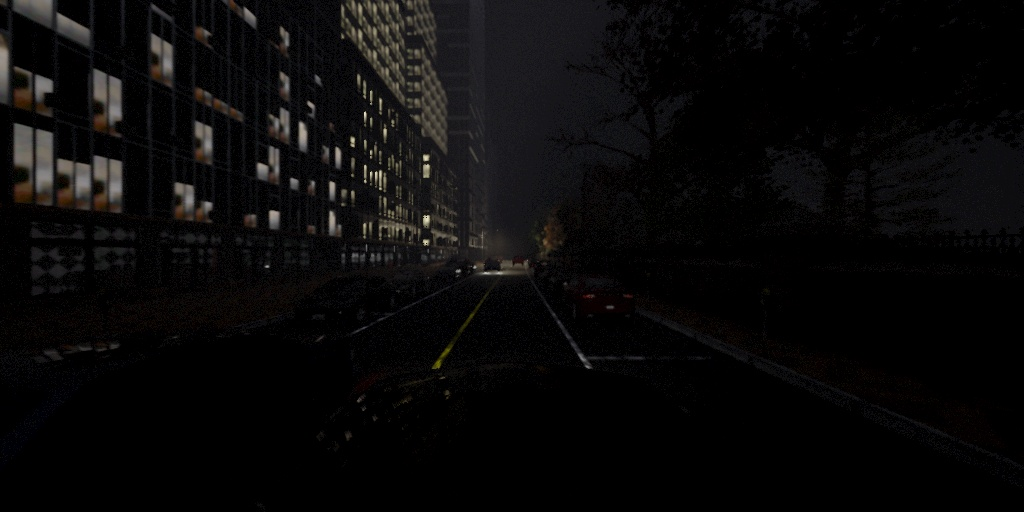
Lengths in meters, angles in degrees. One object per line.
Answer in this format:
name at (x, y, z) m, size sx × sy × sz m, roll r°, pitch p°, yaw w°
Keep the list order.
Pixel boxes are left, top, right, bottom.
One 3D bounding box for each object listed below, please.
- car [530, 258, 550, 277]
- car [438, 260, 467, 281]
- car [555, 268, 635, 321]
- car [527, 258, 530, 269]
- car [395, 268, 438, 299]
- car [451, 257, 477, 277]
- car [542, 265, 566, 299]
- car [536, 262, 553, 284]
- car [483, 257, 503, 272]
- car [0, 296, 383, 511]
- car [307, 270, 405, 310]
car at (3.006, 1.158, 34.775) m, size 1.967 × 1.591 × 4.097 m, roll 0°, pitch 0°, yaw 1°
car at (-5.114, 1.272, 28.856) m, size 2.007 × 1.370 × 4.403 m, roll 0°, pitch 0°, yaw 1°
car at (2.747, 1.285, 12.190) m, size 1.888 × 1.381 × 4.507 m, roll 0°, pitch 0°, yaw 1°
car at (3.506, 1.205, 55.631) m, size 1.837 × 1.490 × 4.892 m, roll 0°, pitch 0°, yaw 2°
car at (-5.242, 1.283, 17.601) m, size 2.007 × 1.370 × 4.403 m, roll 0°, pitch 0°, yaw 0°
car at (-5.025, 1.030, 34.485) m, size 2.192 × 1.841 × 5.009 m, roll 0°, pitch 0°, yaw 1°
car at (2.786, 1.300, 17.836) m, size 1.948 × 1.339 × 4.313 m, roll 0°, pitch 0°, yaw 1°
car at (2.842, 1.295, 23.486) m, size 1.948 × 1.339 × 4.313 m, roll 0°, pitch 0°, yaw 1°
car at (-2.342, 1.233, 44.415) m, size 1.812 × 1.442 × 4.674 m, roll 0°, pitch 0°, yaw 2°
car at (-2.845, 1.296, 2.276) m, size 2.033 × 1.411 × 5.357 m, roll 0°, pitch 0°, yaw 0°
car at (-5.280, 1.304, 11.964) m, size 1.948 × 1.339 × 4.313 m, roll 0°, pitch 0°, yaw 0°
